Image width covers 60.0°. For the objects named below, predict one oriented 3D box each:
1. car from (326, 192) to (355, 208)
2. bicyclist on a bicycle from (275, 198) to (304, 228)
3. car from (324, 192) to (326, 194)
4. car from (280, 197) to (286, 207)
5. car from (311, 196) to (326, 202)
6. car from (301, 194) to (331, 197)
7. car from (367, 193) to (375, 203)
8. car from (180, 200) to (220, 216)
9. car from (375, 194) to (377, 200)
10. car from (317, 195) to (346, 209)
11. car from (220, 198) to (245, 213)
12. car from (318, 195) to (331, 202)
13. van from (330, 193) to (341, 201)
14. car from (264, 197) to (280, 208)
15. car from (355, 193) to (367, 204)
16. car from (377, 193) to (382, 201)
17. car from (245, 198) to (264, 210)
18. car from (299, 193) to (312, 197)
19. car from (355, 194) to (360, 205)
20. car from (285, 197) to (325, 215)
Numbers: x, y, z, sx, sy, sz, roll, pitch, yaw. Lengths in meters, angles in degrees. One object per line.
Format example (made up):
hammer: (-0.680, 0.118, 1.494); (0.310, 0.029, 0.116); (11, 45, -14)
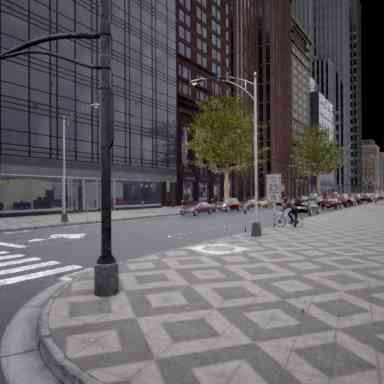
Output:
car: (20.351, 1.136, 45.406); (2.192, 1.841, 5.009); (0, 0, 35)
bicyclist on a bicycle: (5.325, 1.177, 18.357); (1.656, 1.620, 0.582); (-1, 0, 35)
car: (22.274, 1.051, 52.731); (2.150, 2.045, 5.566); (-1, 0, 35)
car: (13.334, 1.455, 50.245); (1.947, 1.339, 4.313); (0, 0, 35)
car: (26.128, 1.417, 68.825); (1.947, 1.339, 4.313); (0, 0, 35)
car: (16.585, 1.339, 44.467); (2.128, 1.511, 4.902); (-1, 0, 35)
car: (33.142, 1.098, 63.983); (2.192, 1.841, 5.009); (0, 0, 35)
car: (0.542, 1.524, 31.665); (1.802, 1.307, 4.206); (0, 0, 35)
car: (36.437, 1.301, 68.766); (1.752, 1.417, 4.829); (-1, 0, 35)
car: (17.154, 1.376, 40.760); (1.887, 1.381, 4.507); (0, 0, 35)
car: (3.739, 1.366, 36.310); (1.967, 1.590, 4.097); (0, 0, 35)
car: (29.325, 1.426, 73.469); (1.802, 1.307, 4.206); (0, 0, 35)
van: (35.719, 1.184, 82.761); (1.690, 1.788, 3.998); (-1, 0, 35)
car: (10.039, 1.426, 45.459); (1.752, 1.417, 4.829); (0, 0, 35)
car: (26.746, 1.117, 54.694); (2.192, 1.841, 5.009); (0, 0, 35)
car: (42.736, 1.357, 77.914); (1.802, 1.307, 4.206); (-1, 0, 35)
car: (6.938, 1.494, 40.955); (1.802, 1.307, 4.206); (0, 0, 35)
car: (19.730, 1.415, 59.535); (1.887, 1.381, 4.507); (0, 0, 35)
car: (23.549, 1.377, 50.049); (1.947, 1.339, 4.313); (0, 0, 35)
car: (10.759, 1.424, 31.471); (1.947, 1.339, 4.313); (0, 0, 35)
